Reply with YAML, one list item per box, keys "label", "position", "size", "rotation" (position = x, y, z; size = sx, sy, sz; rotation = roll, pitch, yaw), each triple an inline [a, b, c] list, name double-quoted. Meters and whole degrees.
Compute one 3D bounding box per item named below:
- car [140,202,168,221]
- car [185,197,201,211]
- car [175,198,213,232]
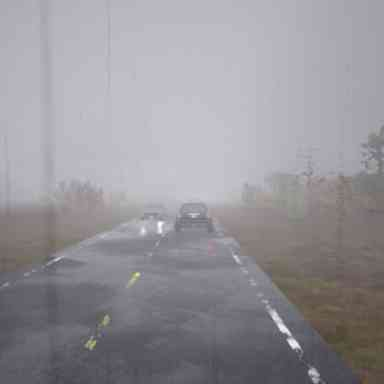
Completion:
- label: "car"
  position: [-3.009, 1.545, 27.490]
  size: [2.033, 1.411, 5.357]
  rotation: [0, 0, 0]
- label: "car"
  position: [0.117, 1.473, 42.719]
  size: [1.882, 1.535, 5.008]
  rotation: [0, 0, 0]
- label: "car"
  position: [0.106, 1.350, 20.308]
  size: [2.097, 1.767, 4.553]
  rotation: [0, 0, 0]
